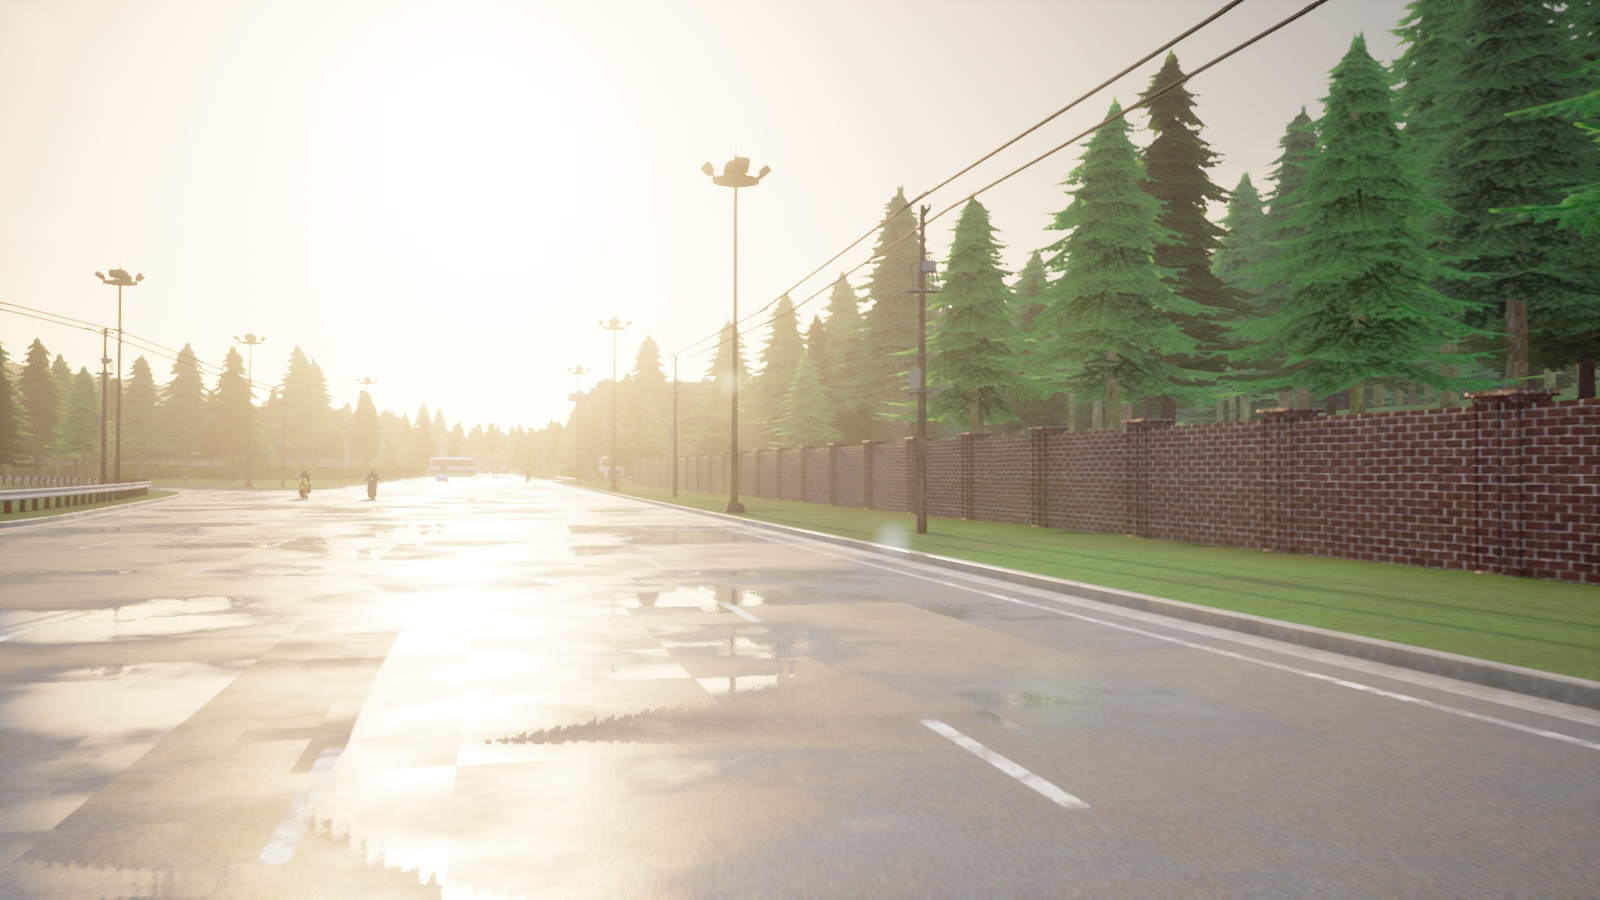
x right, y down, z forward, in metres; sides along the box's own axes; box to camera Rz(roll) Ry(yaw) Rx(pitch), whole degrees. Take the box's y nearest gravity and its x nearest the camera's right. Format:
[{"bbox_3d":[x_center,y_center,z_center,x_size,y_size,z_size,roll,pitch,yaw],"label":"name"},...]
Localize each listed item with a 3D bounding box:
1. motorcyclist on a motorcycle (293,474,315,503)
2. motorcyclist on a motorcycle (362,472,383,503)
[{"bbox_3d":[-25.899,2.000,65.626,0.797,1.523,2.044,0,-1,-14],"label":"motorcyclist on a motorcycle"},{"bbox_3d":[-22.201,1.950,65.228,0.866,1.590,1.817,0,-1,-14],"label":"motorcyclist on a motorcycle"}]
